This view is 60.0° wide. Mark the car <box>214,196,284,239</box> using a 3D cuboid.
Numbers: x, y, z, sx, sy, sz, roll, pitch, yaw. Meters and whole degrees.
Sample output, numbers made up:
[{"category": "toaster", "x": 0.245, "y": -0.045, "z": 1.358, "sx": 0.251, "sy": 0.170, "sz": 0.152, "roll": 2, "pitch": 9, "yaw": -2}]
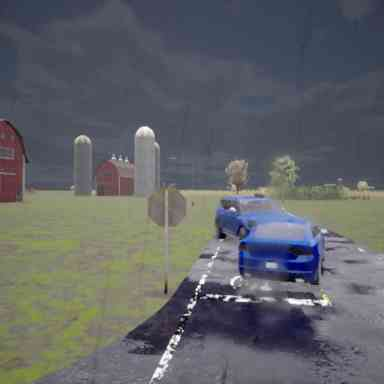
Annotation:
[{"category": "car", "x": 2.590, "y": 1.218, "z": 14.720, "sx": 2.150, "sy": 2.045, "sz": 5.566, "roll": 0, "pitch": 0, "yaw": -12}]

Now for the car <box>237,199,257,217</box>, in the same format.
[{"category": "car", "x": 5.439, "y": 1.498, "z": 33.031, "sx": 1.837, "sy": 1.490, "sz": 4.892, "roll": 0, "pitch": 0, "yaw": 9}]

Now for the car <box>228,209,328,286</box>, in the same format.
[{"category": "car", "x": 2.783, "y": 1.479, "z": 9.646, "sx": 1.882, "sy": 1.535, "sz": 5.008, "roll": 0, "pitch": 0, "yaw": 24}]

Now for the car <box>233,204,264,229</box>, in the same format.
[{"category": "car", "x": 3.811, "y": 1.598, "z": 22.721, "sx": 1.895, "sy": 1.301, "sz": 4.718, "roll": 0, "pitch": 0, "yaw": 9}]
